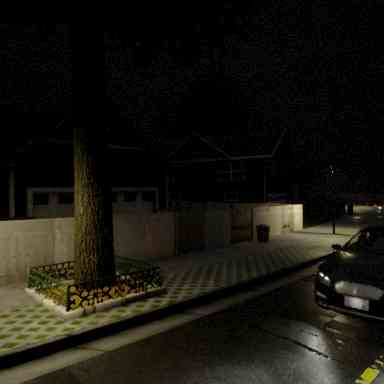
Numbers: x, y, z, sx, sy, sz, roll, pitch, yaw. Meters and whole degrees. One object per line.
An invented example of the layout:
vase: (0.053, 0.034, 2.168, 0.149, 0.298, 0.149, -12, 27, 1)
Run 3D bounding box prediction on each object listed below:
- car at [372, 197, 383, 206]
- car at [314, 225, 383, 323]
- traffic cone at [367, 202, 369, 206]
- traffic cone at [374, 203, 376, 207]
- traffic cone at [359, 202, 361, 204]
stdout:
car: (30.396, 1.505, 53.418, 1.812, 1.442, 4.674, 0, 0, 14)
car: (4.291, 1.504, 7.056, 2.128, 1.511, 4.902, 0, 0, 43)
traffic cone: (28.685, 1.946, 54.294, 0.340, 0.580, 0.340, 0, 0, 15)
traffic cone: (27.339, 1.971, 49.600, 0.340, 0.580, 0.340, 0, 0, 17)
traffic cone: (29.810, 1.922, 59.047, 0.340, 0.580, 0.340, 0, 0, 12)
